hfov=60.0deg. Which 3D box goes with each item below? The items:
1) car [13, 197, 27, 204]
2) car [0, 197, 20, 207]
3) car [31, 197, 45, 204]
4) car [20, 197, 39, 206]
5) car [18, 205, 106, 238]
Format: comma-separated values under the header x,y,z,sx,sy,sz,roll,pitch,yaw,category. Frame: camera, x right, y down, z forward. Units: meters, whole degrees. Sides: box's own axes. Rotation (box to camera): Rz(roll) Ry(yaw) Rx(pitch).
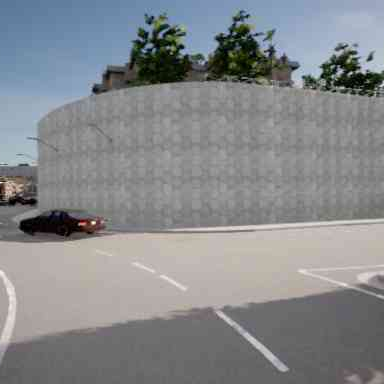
x,y,z,sx,sy,sz,roll,pitch,yaw,category
-37.187,1.831,72.002,1.882,1.535,5.008,-1,0,-16,car
-34.319,1.909,61.988,2.128,1.511,4.902,-1,0,-16,car
-34.051,1.846,73.767,2.128,1.511,4.902,-1,0,-16,car
-31.184,1.841,63.752,1.837,1.490,4.892,-1,0,-16,car
-7.092,1.622,18.028,5.357,1.411,2.033,-1,0,31,car
